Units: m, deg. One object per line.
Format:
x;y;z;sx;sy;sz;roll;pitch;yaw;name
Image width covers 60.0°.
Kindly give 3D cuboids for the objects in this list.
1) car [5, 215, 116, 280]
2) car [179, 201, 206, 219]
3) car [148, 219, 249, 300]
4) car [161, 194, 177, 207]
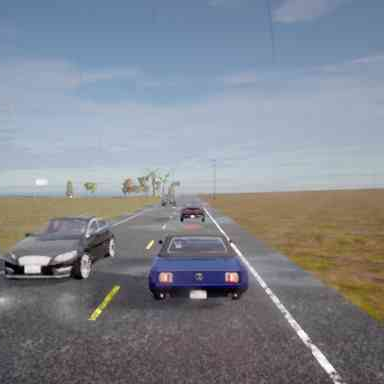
-3.619;1.491;9.993;2.128;1.511;4.902;0;0;0;car
0.051;1.501;26.290;1.837;1.490;4.892;0;0;0;car
0.088;1.600;8.345;1.895;1.301;4.718;0;0;-1;car
-3.591;1.264;53.087;2.150;2.045;5.566;0;0;0;car
